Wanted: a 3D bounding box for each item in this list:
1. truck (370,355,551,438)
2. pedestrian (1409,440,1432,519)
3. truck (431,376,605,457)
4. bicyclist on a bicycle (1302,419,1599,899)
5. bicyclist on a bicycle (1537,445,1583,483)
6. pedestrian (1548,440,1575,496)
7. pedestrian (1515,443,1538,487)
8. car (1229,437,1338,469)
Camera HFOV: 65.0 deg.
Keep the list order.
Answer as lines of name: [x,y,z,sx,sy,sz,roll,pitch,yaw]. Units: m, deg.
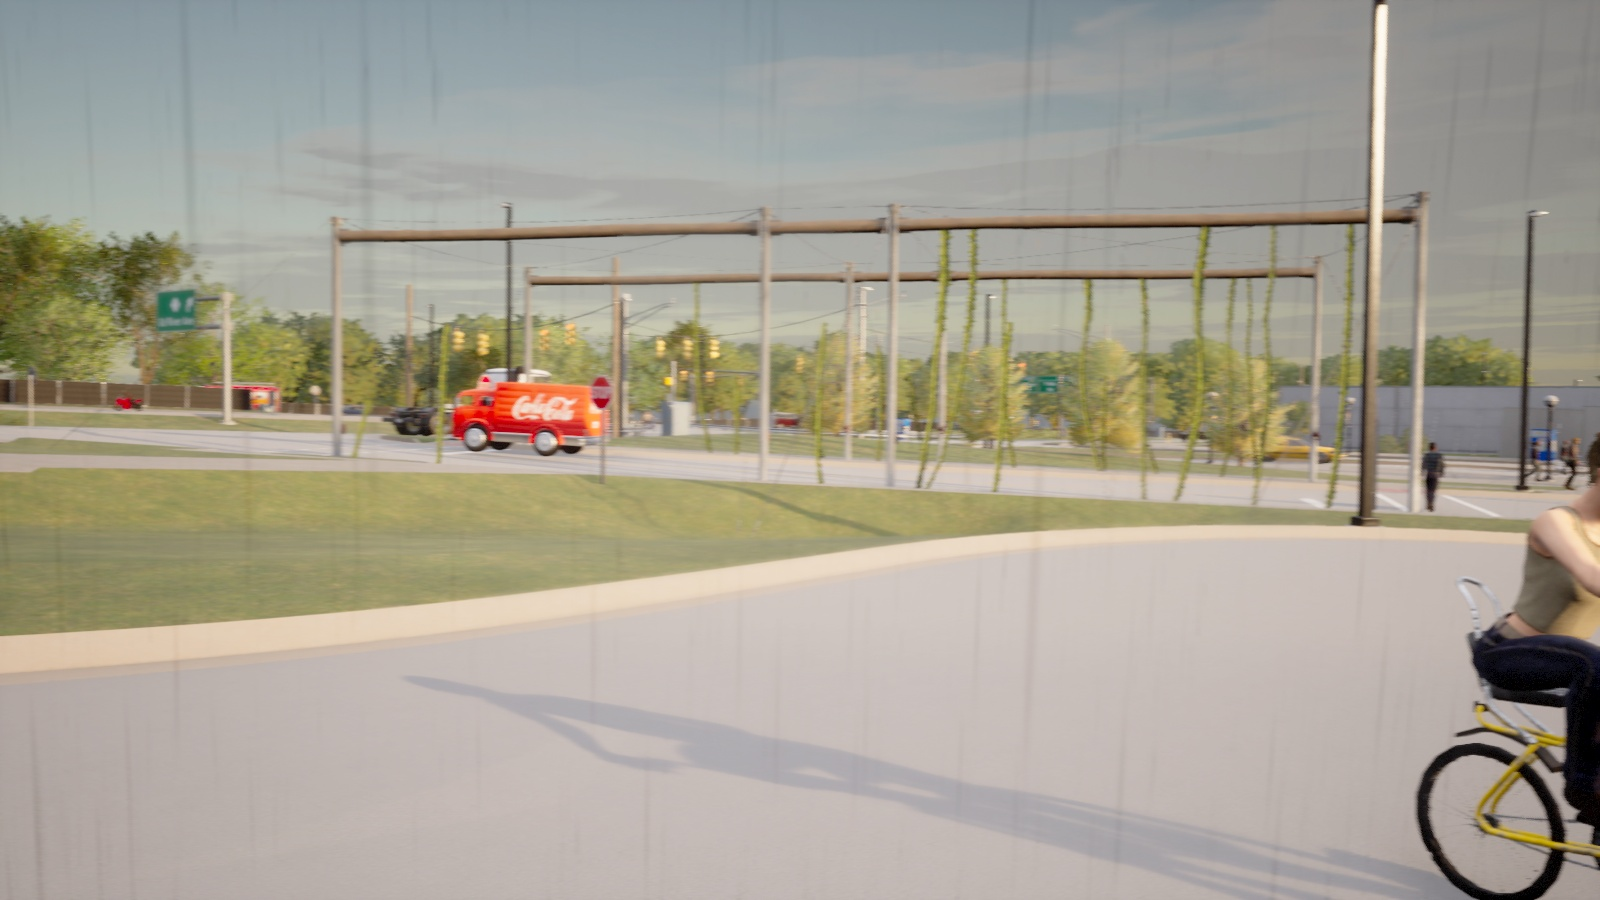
truck: [-15.610,-2.396,58.397,2.891,3.462,7.936,3,1,37]
pedestrian: [15.875,0.745,32.116,0.423,1.949,0.788,2,2,23]
truck: [-9.779,-1.183,43.786,5.204,2.467,2.627,4,3,12]
bicyclist on a bicycle: [2.468,0.745,3.763,0.866,1.612,1.509,3,1,-27]
bicyclist on a bicycle: [37.856,0.678,62.566,1.843,1.776,0.659,4,3,32]
pedestrian: [25.587,0.606,42.187,0.634,1.846,0.331,2,2,12]
pedestrian: [30.976,0.629,53.543,0.720,1.854,0.376,3,3,37]
car: [26.816,0.139,69.764,5.366,1.575,1.801,2,2,33]
